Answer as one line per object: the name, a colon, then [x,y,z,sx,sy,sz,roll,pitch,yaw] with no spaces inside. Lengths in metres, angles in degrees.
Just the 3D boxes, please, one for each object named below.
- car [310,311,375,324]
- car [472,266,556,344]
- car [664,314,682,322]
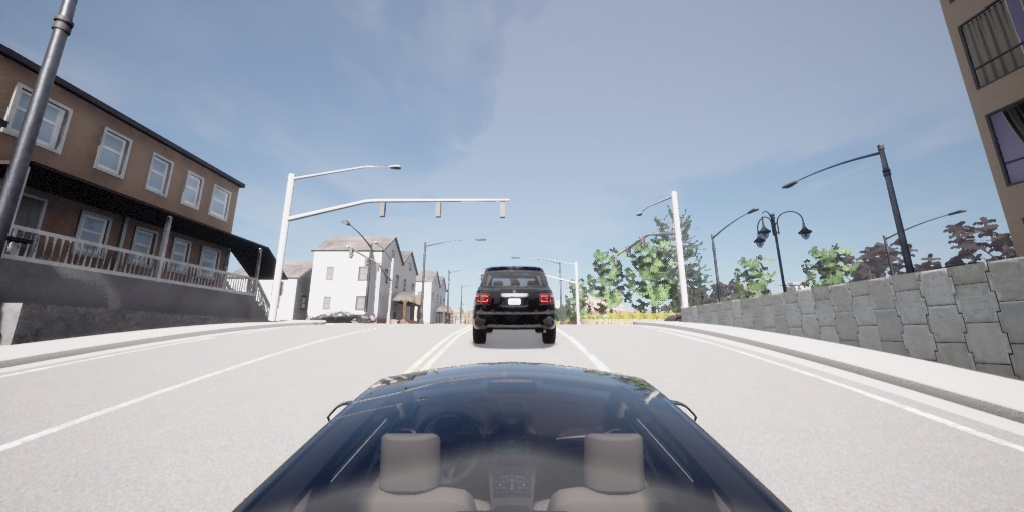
car: [-13.390,5.078,28.249,4.902,1.511,2.128,-7,-12,1]
car: [0.063,1.501,11.167,2.150,2.045,5.566,0,-7,0]
car: [15.867,5.450,31.710,4.553,1.767,2.097,0,-12,1]
